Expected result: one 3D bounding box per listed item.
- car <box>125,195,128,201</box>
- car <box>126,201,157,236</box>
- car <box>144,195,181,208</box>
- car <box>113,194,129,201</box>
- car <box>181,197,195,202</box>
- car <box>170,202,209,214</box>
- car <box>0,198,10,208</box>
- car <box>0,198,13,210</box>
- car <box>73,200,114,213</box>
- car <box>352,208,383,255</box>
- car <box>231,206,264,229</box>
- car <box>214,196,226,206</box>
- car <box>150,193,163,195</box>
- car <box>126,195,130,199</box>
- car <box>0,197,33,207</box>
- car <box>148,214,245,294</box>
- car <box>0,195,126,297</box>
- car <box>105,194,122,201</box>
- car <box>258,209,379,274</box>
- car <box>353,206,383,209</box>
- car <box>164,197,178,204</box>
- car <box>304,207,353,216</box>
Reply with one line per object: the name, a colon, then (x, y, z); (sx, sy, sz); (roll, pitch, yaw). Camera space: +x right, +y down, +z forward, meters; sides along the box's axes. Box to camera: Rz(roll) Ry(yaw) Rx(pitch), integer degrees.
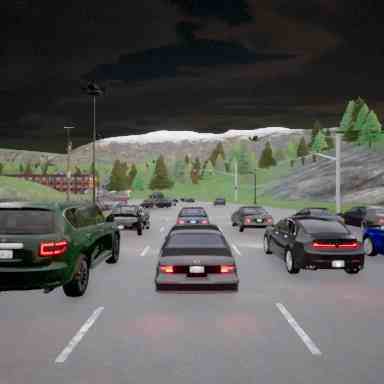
car: (-11.222, 1.522, 43.920); (4.674, 1.442, 1.812); (0, 0, -15)
car: (-3.460, 1.490, 18.561); (2.128, 1.511, 4.902); (0, 0, 0)
car: (-4.340, 1.502, 43.860); (4.892, 1.490, 1.837); (0, 2, -41)
car: (-18.696, 1.350, 87.297); (2.097, 1.767, 4.553); (0, 0, -44)
car: (-1.081, 1.596, 69.244); (1.895, 1.301, 4.718); (0, 0, -20)
car: (0.043, 1.546, 19.021); (2.033, 1.411, 5.357); (0, 0, 0)
car: (-28.141, 1.522, 46.287); (4.674, 1.442, 1.812); (0, 0, -1)
car: (-26.257, 1.544, 42.808); (5.357, 1.411, 2.033); (0, 0, -1)
car: (-10.751, 1.562, 36.604); (4.181, 1.385, 1.994); (0, 0, -10)
car: (7.075, 1.477, 10.030); (1.882, 1.535, 5.008); (0, 0, 0)
car: (3.520, 1.546, 20.038); (2.033, 1.411, 5.357); (0, 0, -1)
car: (4.681, 1.489, 55.928); (2.128, 1.511, 4.902); (0, 0, 7)
car: (-10.245, 1.219, 93.610); (2.150, 2.045, 5.566); (0, 0, -41)
car: (-11.816, 1.544, 47.521); (5.357, 1.411, 2.033); (0, 0, -19)
car: (-26.933, 1.544, 49.802); (5.357, 1.411, 2.033); (0, 0, -1)
car: (0.082, 1.547, 8.952); (2.033, 1.411, 5.357); (0, 0, 0)
car: (-3.420, 1.221, 8.707); (2.150, 2.045, 5.566); (0, 0, 0)
car: (-19.647, 1.350, 83.019); (2.097, 1.767, 4.553); (0, 0, -41)
car: (3.576, 1.504, 10.545); (1.837, 1.490, 4.892); (0, 0, 0)
car: (10.521, 1.546, 19.991); (2.033, 1.411, 5.357); (0, 0, -1)
car: (-4.309, 1.597, 66.676); (1.895, 1.301, 4.718); (0, 0, -16)
car: (7.033, 1.563, 19.018); (1.994, 1.385, 4.181); (0, 0, 0)
